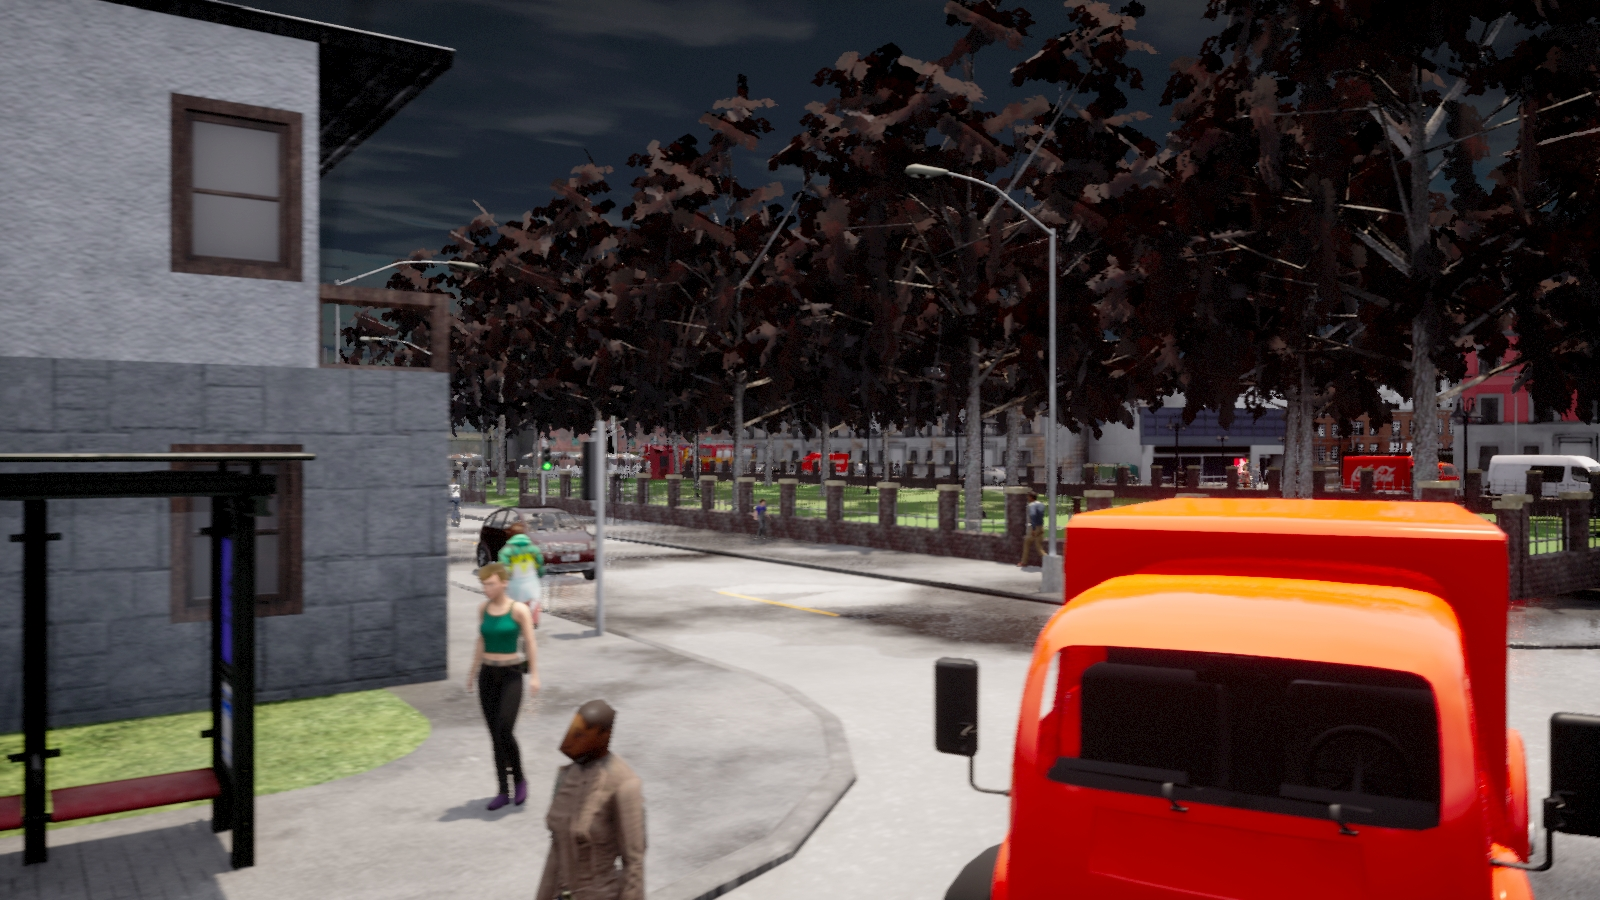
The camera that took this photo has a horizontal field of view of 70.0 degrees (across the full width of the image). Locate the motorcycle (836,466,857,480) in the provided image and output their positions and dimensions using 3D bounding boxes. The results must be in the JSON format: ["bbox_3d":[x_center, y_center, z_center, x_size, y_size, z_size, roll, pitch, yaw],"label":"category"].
[{"bbox_3d":[3.955,1.956,97.409,0.856,1.236,1.805,0,0,-35],"label":"motorcycle"}]

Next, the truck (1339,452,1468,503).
[{"bbox_3d":[30.910,1.340,58.647,2.627,2.467,5.204,0,0,-35],"label":"truck"}]

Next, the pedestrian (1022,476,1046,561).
[{"bbox_3d":[5.242,1.524,25.602,0.375,1.860,0.375,0,0,-35],"label":"pedestrian"}]

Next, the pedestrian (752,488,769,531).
[{"bbox_3d":[-1.203,1.804,34.854,0.375,1.300,0.375,0,0,-34],"label":"pedestrian"}]

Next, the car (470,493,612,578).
[{"bbox_3d":[-5.761,1.805,25.102,1.789,1.549,3.705,0,0,-35],"label":"car"}]

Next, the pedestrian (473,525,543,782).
[{"bbox_3d":[-2.211,1.516,8.662,0.375,1.860,0.375,0,0,17],"label":"pedestrian"}]

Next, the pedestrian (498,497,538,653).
[{"bbox_3d":[-3.466,1.515,14.046,0.375,1.860,0.375,0,0,-31],"label":"pedestrian"}]

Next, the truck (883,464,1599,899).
[{"bbox_3d":[2.706,1.347,6.429,2.627,2.467,5.204,0,0,27],"label":"truck"}]

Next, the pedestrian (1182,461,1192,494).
[{"bbox_3d":[21.556,1.518,63.682,0.375,1.860,0.375,0,0,-35],"label":"pedestrian"}]

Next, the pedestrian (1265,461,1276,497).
[{"bbox_3d":[24.710,1.520,59.985,0.375,1.860,0.375,0,0,-25],"label":"pedestrian"}]

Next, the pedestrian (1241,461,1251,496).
[{"bbox_3d":[23.750,1.516,60.802,0.375,1.860,0.375,0,0,-44],"label":"pedestrian"}]

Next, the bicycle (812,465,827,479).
[{"bbox_3d":[1.739,1.934,100.640,0.329,1.271,1.835,0,0,-35],"label":"bicycle"}]

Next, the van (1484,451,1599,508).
[{"bbox_3d":[35.132,1.307,52.605,1.988,2.561,5.915,0,0,-35],"label":"van"}]

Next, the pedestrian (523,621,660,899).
[{"bbox_3d":[-0.805,1.628,4.410,0.375,1.860,0.375,0,0,-43],"label":"pedestrian"}]
